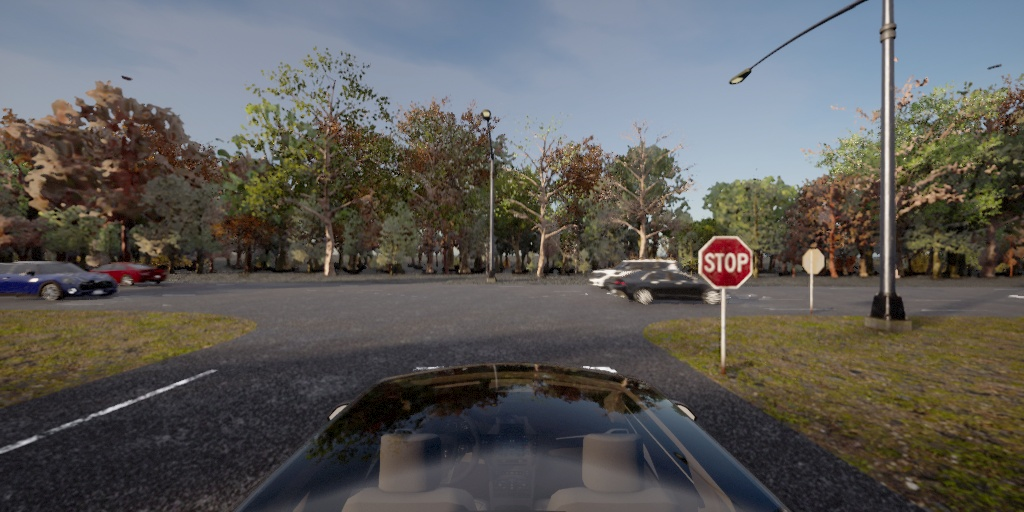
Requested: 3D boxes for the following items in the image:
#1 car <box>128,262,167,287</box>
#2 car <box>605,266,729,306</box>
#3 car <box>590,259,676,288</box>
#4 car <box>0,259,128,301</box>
[{"bbox_3d":[-25.503,1.173,23.389,5.008,1.535,1.882,0,0,1],"label":"car"},{"bbox_3d":[6.973,1.353,15.994,4.892,1.490,1.837,0,0,0],"label":"car"},{"bbox_3d":[7.857,1.235,22.999,5.566,2.045,2.150,0,0,0],"label":"car"},{"bbox_3d":[-20.964,1.041,16.292,4.553,1.767,2.097,0,0,1],"label":"car"}]
